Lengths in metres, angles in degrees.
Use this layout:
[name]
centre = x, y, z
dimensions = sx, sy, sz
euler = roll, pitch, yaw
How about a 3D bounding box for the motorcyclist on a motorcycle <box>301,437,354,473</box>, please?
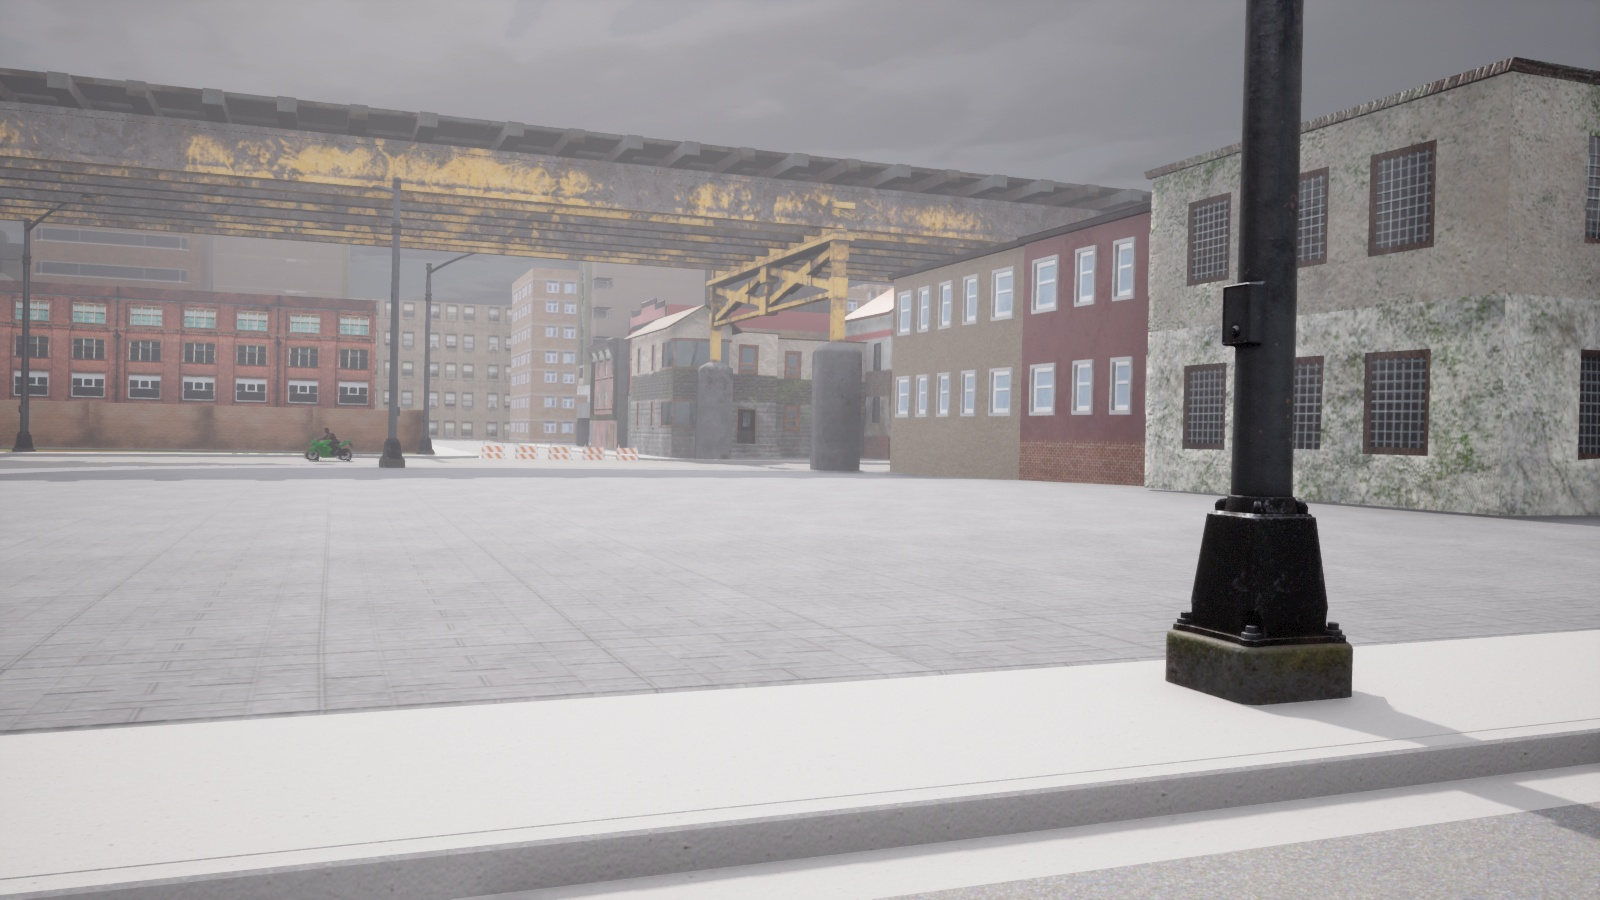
[motorcyclist on a motorcycle]
centre = -20.895, 0.205, 55.528
dimensions = 2.044, 1.523, 0.797
euler = 0, 1, -35
